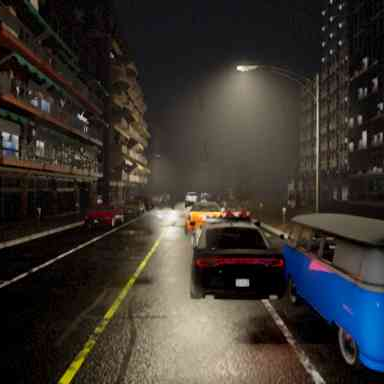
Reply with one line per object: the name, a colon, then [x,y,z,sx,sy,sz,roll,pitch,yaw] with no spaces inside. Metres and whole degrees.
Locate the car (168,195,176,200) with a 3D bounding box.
car: [-5.703,1.436,93.817,1.947,1.339,4.313,0,0,0]

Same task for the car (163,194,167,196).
car: [-5.701,1.339,55.130,1.967,1.590,4.097,0,0,0]

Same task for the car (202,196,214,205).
car: [2.680,1.424,55.300,1.752,1.417,4.829,0,0,0]

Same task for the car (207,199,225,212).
car: [2.681,1.505,38.551,1.802,1.307,4.206,0,0,0]

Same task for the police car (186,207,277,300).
police car: [0.899,1.405,8.499,1.930,1.638,5.238,0,0,0]

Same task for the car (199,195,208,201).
car: [2.678,1.404,77.407,1.752,1.417,4.829,0,0,0]

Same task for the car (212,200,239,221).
car: [2.682,1.467,27.668,1.752,1.417,4.829,0,0,0]

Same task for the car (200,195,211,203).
car: [2.678,1.328,66.184,1.967,1.590,4.097,0,0,0]

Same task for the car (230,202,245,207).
car: [2.682,1.392,21.971,1.967,1.590,4.097,0,0,0]

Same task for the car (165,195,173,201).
car: [-5.702,1.458,82.763,1.802,1.307,4.206,0,0,0]

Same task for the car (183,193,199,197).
car: [-0.004,1.118,57.886,2.150,2.045,5.566,0,0,0]

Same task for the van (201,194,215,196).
van: [2.679,1.247,49.604,1.690,1.788,3.998,0,0,0]

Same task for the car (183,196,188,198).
car: [0.016,1.513,45.047,1.895,1.301,4.718,0,0,1]

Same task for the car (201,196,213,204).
car: [2.680,1.459,60.658,1.947,1.339,4.313,0,0,0]

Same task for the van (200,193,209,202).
van: [2.677,1.224,71.712,1.690,1.788,3.998,0,0,0]

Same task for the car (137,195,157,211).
car: [-5.701,1.238,38.550,2.192,1.841,5.009,0,0,0]

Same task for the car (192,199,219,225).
car: [0.884,1.403,24.582,1.801,1.575,5.366,0,0,0]

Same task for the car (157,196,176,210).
car: [-3.062,1.520,40.766,1.895,1.301,4.718,0,0,1]

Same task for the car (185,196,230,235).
car: [0.759,1.311,18.402,2.097,1.767,4.553,0,0,3]

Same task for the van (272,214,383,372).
van: [2.683,1.327,5.390,1.690,1.788,3.998,0,0,0]

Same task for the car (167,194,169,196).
car: [-5.700,1.459,60.657,1.947,1.339,4.313,0,0,0]

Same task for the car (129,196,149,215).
car: [-5.699,1.458,32.855,1.752,1.417,4.829,0,0,0]

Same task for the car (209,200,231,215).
car: [2.682,1.514,33.025,1.802,1.307,4.206,0,0,0]

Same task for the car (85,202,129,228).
car: [-5.698,1.497,21.971,1.887,1.381,4.507,0,0,0]

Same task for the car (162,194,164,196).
car: [-5.699,1.457,49.605,2.008,1.369,4.403,0,0,0]
